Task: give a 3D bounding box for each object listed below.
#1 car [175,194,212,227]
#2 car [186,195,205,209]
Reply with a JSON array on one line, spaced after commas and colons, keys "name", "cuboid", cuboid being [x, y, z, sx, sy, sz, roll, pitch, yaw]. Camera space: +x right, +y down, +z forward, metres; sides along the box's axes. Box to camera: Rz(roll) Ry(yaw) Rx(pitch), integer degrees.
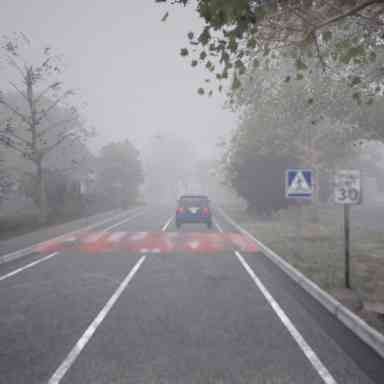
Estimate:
[{"name": "car", "cuboid": [0.108, 1.123, 21.373, 2.150, 2.045, 5.566, 0, 1, 0]}, {"name": "car", "cuboid": [0.514, 1.155, 39.699, 2.033, 1.411, 5.357, 0, 0, 3]}]
